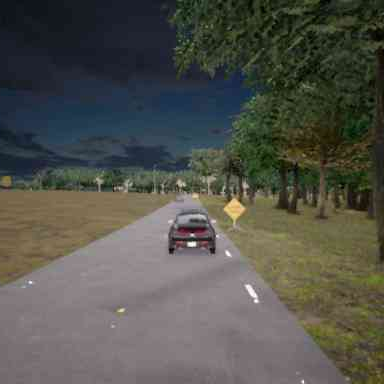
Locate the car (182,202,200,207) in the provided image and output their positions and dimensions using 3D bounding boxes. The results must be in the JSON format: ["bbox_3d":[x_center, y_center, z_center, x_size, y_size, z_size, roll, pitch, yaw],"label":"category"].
[{"bbox_3d":[0.007,1.791,29.106,1.895,1.301,4.718,0,0,0],"label":"car"}]

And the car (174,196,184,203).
[{"bbox_3d":[-2.737,1.598,71.004,1.994,1.385,4.181,0,0,0],"label":"car"}]

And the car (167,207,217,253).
[{"bbox_3d":[0.006,1.618,14.290,1.837,1.490,4.892,0,0,0],"label":"car"}]

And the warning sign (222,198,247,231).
[{"bbox_3d":[2.447,1.258,19.140,1.300,1.860,1.060,0,-1,0],"label":"warning sign"}]
